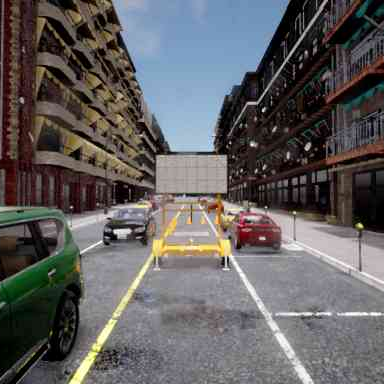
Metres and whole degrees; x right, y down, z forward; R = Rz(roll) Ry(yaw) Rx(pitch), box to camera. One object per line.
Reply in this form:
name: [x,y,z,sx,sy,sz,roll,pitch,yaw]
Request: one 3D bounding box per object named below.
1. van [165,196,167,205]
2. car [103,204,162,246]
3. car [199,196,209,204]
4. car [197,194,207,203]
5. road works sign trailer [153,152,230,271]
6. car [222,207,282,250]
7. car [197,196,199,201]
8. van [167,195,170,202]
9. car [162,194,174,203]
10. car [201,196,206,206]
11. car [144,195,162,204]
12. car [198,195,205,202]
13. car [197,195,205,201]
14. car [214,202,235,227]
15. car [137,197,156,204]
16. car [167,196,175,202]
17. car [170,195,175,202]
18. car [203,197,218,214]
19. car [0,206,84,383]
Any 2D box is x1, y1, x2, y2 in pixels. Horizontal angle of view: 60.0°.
van: [-5.363,1.452,53.082,1.690,1.788,3.998,2,0,0]
car: [-2.774,1.510,15.539,2.128,1.511,4.902,0,0,0]
car: [2.498,1.617,69.625,1.967,1.590,4.097,1,0,0]
car: [2.443,1.541,80.687,2.192,1.841,5.009,1,0,0]
road works sign trailer: [-0.014,0.475,10.980,2.380,3.560,2.880,0,0,0]
car: [2.567,1.561,14.317,1.887,1.381,4.507,1,0,0]
car: [2.496,1.698,64.093,1.887,1.381,4.507,1,0,0]
van: [-5.372,1.473,58.614,1.690,1.788,3.998,1,0,0]
car: [-5.394,1.516,75.205,2.192,1.841,5.009,1,0,0]
car: [2.527,1.628,41.971,2.008,1.369,4.403,1,0,0]
car: [-5.347,1.393,42.024,2.192,1.841,5.009,2,0,0]
car: [2.504,1.676,58.563,1.887,1.381,4.507,1,0,0]
car: [2.424,1.723,91.750,1.967,1.590,4.097,1,0,0]
car: [2.559,1.551,20.019,1.752,1.417,4.829,1,0,0]
car: [-5.344,1.588,36.322,1.752,1.417,4.829,2,0,0]
car: [-5.417,1.820,86.266,1.947,1.339,4.313,1,0,0]
car: [-5.387,1.492,69.675,2.192,1.841,5.009,1,0,0]
car: [2.535,1.608,36.439,1.887,1.381,4.507,1,0,0]
car: [-2.746,1.224,3.018,2.150,2.045,5.566,0,0,0]
